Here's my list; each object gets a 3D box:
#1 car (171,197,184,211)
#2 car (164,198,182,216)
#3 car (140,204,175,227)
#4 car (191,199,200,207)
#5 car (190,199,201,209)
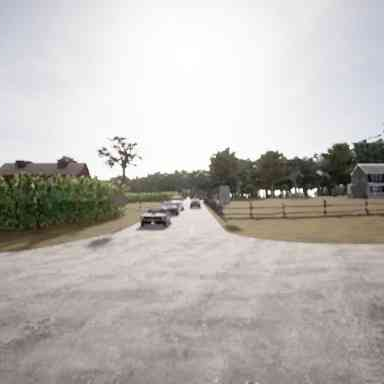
[{"bbox_3d":[-2.325,1.692,49.662,2.150,2.045,5.566,0,-1,1],"label":"car"},{"bbox_3d":[-2.460,1.839,38.151,1.882,1.535,5.008,0,-1,1],"label":"car"},{"bbox_3d":[-2.632,1.841,25.005,1.895,1.301,4.718,0,-1,2],"label":"car"},{"bbox_3d":[0.688,2.119,67.299,1.882,1.535,5.008,0,-1,1],"label":"car"},{"bbox_3d":[0.579,2.040,56.874,1.837,1.490,4.892,0,0,1],"label":"car"}]
